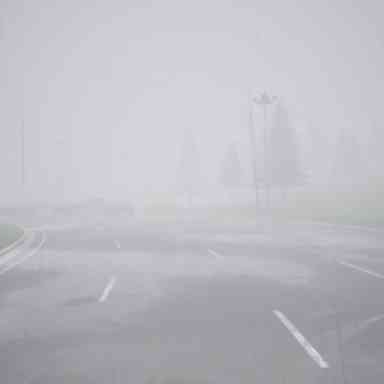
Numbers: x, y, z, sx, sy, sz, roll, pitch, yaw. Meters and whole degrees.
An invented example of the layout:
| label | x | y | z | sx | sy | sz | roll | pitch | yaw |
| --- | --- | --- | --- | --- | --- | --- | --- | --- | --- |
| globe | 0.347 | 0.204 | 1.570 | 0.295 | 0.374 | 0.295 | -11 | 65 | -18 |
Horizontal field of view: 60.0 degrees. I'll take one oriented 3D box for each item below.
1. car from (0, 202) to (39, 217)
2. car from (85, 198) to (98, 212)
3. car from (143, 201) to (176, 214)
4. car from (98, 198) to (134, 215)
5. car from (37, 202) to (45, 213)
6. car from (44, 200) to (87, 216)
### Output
| label | x | y | z | sx | sy | sz | roll | pitch | yaw |
| --- | --- | --- | --- | --- | --- | --- | --- | --- | --- |
| car | -22.002 | 2.346 | 41.404 | 5.357 | 1.411 | 2.033 | -1 | -1 | 29 |
| car | -15.000 | 1.933 | 49.606 | 5.566 | 2.045 | 2.150 | -1 | 0 | 31 |
| car | -4.056 | 1.882 | 40.599 | 1.882 | 1.535 | 5.008 | -1 | -1 | -42 |
| car | -9.111 | 1.865 | 40.668 | 4.553 | 1.767 | 2.097 | -2 | -1 | 45 |
| car | -23.168 | 2.241 | 49.798 | 4.553 | 1.767 | 2.097 | -2 | -1 | 23 |
| car | -15.698 | 2.154 | 41.274 | 4.902 | 1.511 | 2.128 | -1 | 0 | 37 |
